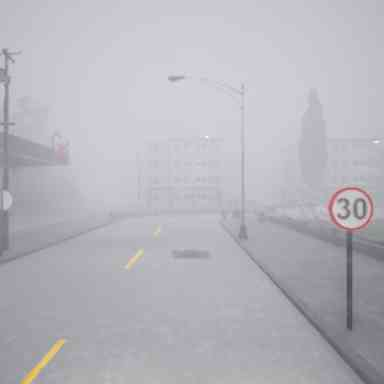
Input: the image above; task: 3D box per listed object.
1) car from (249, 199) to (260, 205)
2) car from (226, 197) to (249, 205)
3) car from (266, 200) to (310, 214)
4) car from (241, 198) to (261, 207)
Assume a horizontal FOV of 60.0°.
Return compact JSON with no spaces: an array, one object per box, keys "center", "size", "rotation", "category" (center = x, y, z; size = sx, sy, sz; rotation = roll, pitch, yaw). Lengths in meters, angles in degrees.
[{"center":[11.035,1.831,61.820],"size":[1.853,1.218,4.536],"rotation":[0,0,30],"category":"car"},{"center":[8.264,1.745,62.207],"size":[3.633,1.501,1.845],"rotation":[0,0,11],"category":"car"},{"center":[11.061,1.704,38.311],"size":[4.892,1.490,1.837],"rotation":[0,-1,0],"category":"car"},{"center":[11.061,1.988,61.864],"size":[2.038,1.542,4.974],"rotation":[0,0,30],"category":"car"}]
